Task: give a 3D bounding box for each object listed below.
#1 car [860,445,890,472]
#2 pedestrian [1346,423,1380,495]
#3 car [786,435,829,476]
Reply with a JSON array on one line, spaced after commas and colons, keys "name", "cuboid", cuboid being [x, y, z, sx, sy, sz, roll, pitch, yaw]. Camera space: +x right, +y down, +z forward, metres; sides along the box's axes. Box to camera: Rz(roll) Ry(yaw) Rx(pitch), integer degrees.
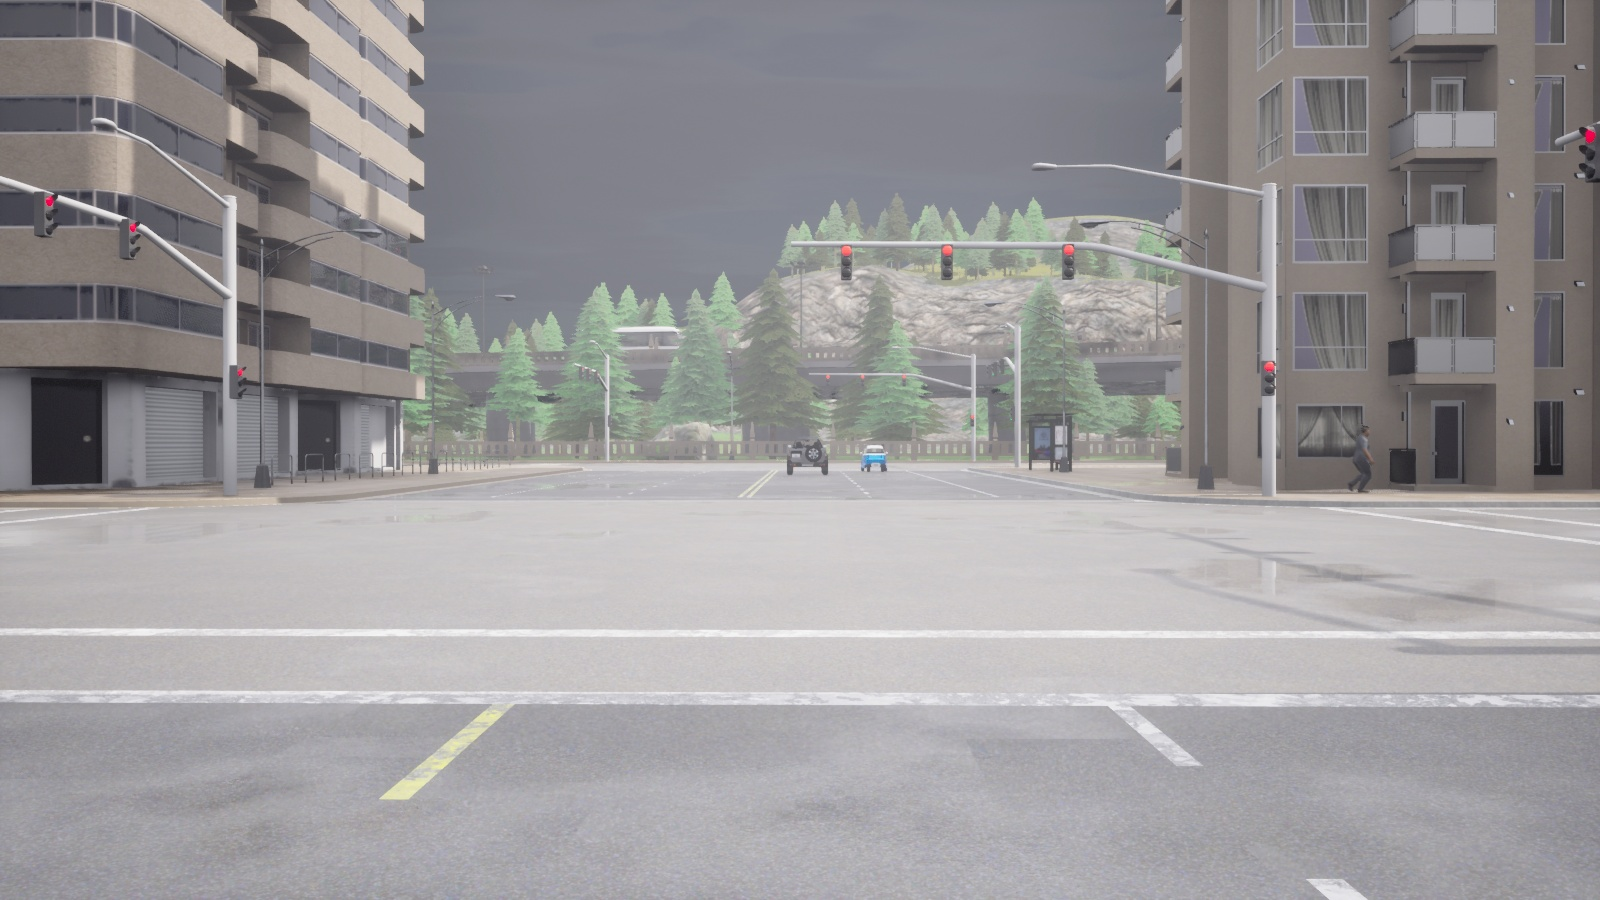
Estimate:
[{"name": "car", "cuboid": [3.885, 0.436, 65.278, 1.481, 1.376, 2.207, 0, 1, 1]}, {"name": "pedestrian", "cuboid": [14.701, 0.232, 32.792, 0.694, 1.848, 0.540, 0, 0, 8]}, {"name": "car", "cuboid": [0.350, 0.229, 59.258, 1.932, 1.855, 4.605, 0, 0, 0]}]
